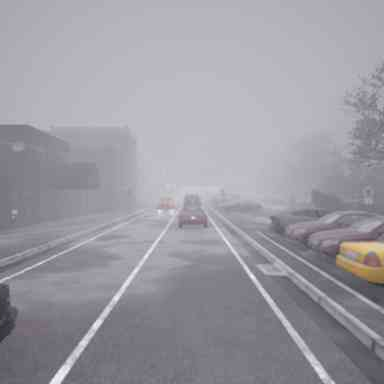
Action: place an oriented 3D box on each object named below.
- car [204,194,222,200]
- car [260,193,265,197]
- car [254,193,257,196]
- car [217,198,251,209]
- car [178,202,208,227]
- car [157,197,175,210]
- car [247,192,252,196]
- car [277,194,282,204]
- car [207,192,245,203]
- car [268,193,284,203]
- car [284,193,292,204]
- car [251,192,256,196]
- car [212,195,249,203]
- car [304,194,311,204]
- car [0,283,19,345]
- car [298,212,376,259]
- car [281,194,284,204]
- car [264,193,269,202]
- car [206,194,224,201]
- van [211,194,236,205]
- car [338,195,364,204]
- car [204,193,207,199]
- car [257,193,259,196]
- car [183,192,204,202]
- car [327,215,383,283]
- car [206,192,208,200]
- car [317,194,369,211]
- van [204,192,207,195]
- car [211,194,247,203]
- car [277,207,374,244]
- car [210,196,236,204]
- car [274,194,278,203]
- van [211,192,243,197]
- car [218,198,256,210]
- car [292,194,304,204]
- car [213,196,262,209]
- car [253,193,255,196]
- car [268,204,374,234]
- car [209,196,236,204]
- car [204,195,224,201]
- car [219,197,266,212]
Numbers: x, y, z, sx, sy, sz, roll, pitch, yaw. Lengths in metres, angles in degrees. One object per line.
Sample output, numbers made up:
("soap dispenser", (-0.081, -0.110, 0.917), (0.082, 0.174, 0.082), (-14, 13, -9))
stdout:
("car", (6.021, 1.465, 95.133), (5.008, 1.535, 2.097), (0, 0, 0))
("car", (19.060, 1.279, 75.652), (5.566, 2.045, 2.435), (0, 0, 0))
("car", (19.090, 1.505, 84.009), (5.008, 1.535, 2.097), (0, 0, 0))
("car", (5.984, 1.630, 47.816), (4.674, 1.452, 2.002), (0, 0, 0))
("car", (0.072, 1.641, 23.471), (1.994, 1.385, 4.181), (0, 0, 0))
("car", (-3.415, 1.413, 44.641), (2.097, 1.767, 4.553), (0, 0, 0))
("car", (19.075, 1.225, 92.362), (5.566, 2.045, 2.435), (0, 0, 0))
("car", (19.080, 1.563, 61.728), (5.008, 1.535, 2.097), (0, 0, 0))
("car", (5.964, 1.317, 58.948), (5.566, 2.045, 2.435), (0, 0, 0))
("car", (19.114, 1.419, 70.083), (4.553, 1.767, 2.185), (0, 0, 0))
("car", (19.098, 1.322, 56.283), (5.566, 2.045, 2.435), (0, 0, 0))
("car", (19.069, 1.360, 89.578), (4.553, 1.767, 2.185), (0, 0, 0))
("car", (5.955, 1.614, 50.599), (4.792, 1.488, 2.163), (0, 0, 0))
("car", (19.093, 1.465, 47.929), (4.553, 1.767, 2.185), (0, 0, 0))
("car", (-3.349, 1.559, 2.318), (2.033, 1.411, 5.357), (0, 0, 0))
("car", (6.124, 1.497, 10.621), (4.674, 1.452, 2.002), (0, 0, 0))
("car", (19.257, 1.565, 59.068), (5.366, 1.575, 1.946), (0, 0, 0))
("car", (19.091, 1.539, 72.869), (4.892, 1.521, 2.231), (0, 0, 0))
("car", (5.987, 1.370, 86.782), (4.553, 1.767, 2.185), (0, 0, 0))
("van", (5.878, 1.337, 61.731), (4.442, 1.987, 1.878), (0, 0, 0))
("car", (19.022, 1.481, 39.448), (4.553, 1.767, 2.185), (0, 0, 0))
("car", (5.984, 1.543, 81.215), (4.792, 1.488, 2.163), (0, 0, 0))
("car", (19.061, 1.388, 81.224), (4.553, 1.767, 2.185), (0, 0, 0))
("car", (0.023, 1.287, 41.108), (2.150, 2.045, 5.566), (0, 0, 0))
("car", (6.297, 1.454, 7.794), (5.366, 1.575, 1.946), (0, 0, 0))
("car", (5.974, 1.412, 72.866), (4.553, 1.767, 2.185), (0, 0, 0))
("car", (19.085, 1.350, 42.233), (5.566, 2.045, 2.435), (0, 0, 0))
("van", (5.898, 1.279, 84.061), (4.442, 1.987, 1.878), (0, 0, 0))
("car", (5.980, 1.580, 53.382), (4.892, 1.521, 2.231), (0, 0, 0))
("car", (6.134, 1.497, 13.446), (4.674, 1.452, 2.002), (0, 0, 0))
("car", (5.991, 1.558, 64.515), (4.892, 1.521, 2.231), (0, 0, 0))
("car", (19.047, 1.587, 64.514), (4.792, 1.488, 2.163), (0, 0, 0))
("van", (5.873, 1.348, 56.289), (4.442, 1.987, 1.878), (0, 0, 0))
("car", (6.008, 1.625, 45.032), (4.792, 1.488, 2.163), (0, 0, 0))
("car", (19.035, 1.454, 53.374), (4.553, 1.767, 2.185), (0, 0, 0))
("car", (5.791, 1.598, 42.249), (5.366, 1.575, 1.946), (0, 0, 0))
("car", (19.101, 1.536, 86.794), (4.674, 1.452, 2.002), (0, 0, 0))
("car", (6.171, 1.486, 16.273), (4.792, 1.488, 2.163), (0, 0, 0))
("car", (6.185, 1.547, 67.298), (5.366, 1.575, 1.946), (0, 0, 0))
("car", (5.835, 1.483, 89.565), (5.366, 1.575, 1.946), (0, 0, 0))
("car", (5.989, 1.647, 39.608), (4.674, 1.452, 2.002), (1, 0, 0))
